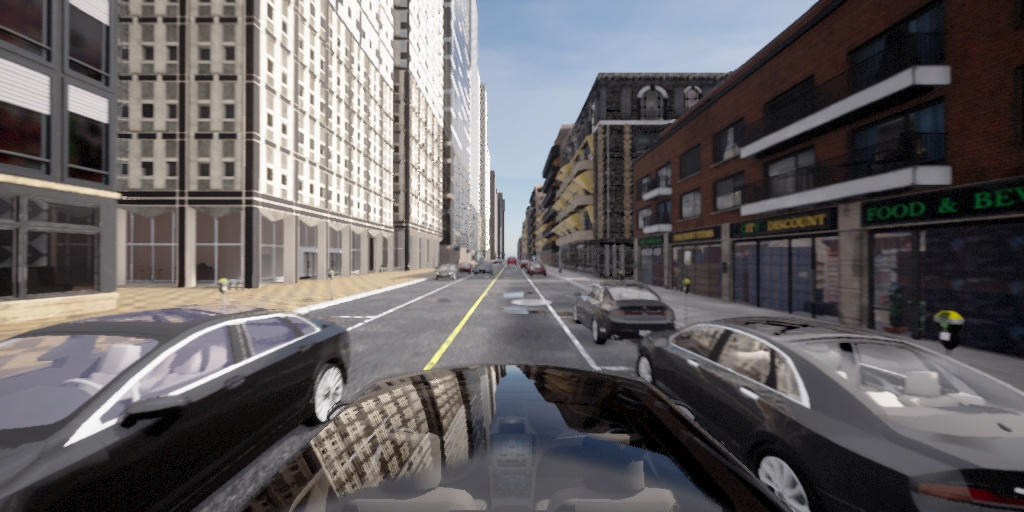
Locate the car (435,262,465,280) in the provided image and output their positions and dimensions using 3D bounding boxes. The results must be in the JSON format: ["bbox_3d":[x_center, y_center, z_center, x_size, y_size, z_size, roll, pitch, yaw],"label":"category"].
[{"bbox_3d":[-5.685,1.404,31.989,2.007,1.370,4.403,0,0,0],"label":"car"}]

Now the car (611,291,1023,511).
[{"bbox_3d":[2.692,1.307,3.746,2.007,1.370,4.403,0,0,0],"label":"car"}]

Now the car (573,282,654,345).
[{"bbox_3d":[2.693,1.326,9.394,2.007,1.370,4.403,0,0,0],"label":"car"}]

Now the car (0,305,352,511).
[{"bbox_3d":[-3.087,1.245,2.911,2.128,1.511,4.902,0,0,0],"label":"car"}]

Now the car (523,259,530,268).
[{"bbox_3d":[2.696,1.336,43.286,1.967,1.591,4.097,0,0,0],"label":"car"}]

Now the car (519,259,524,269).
[{"bbox_3d":[2.369,1.442,60.945,1.882,1.535,5.008,0,0,0],"label":"car"}]

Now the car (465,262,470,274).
[{"bbox_3d":[-5.684,1.441,43.287,1.888,1.381,4.507,0,0,0],"label":"car"}]

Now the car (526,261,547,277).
[{"bbox_3d":[2.696,1.457,37.637,1.802,1.307,4.207,0,0,0],"label":"car"}]

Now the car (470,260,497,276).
[{"bbox_3d":[-3.083,1.445,39.422,1.994,1.385,4.181,0,0,0],"label":"car"}]
